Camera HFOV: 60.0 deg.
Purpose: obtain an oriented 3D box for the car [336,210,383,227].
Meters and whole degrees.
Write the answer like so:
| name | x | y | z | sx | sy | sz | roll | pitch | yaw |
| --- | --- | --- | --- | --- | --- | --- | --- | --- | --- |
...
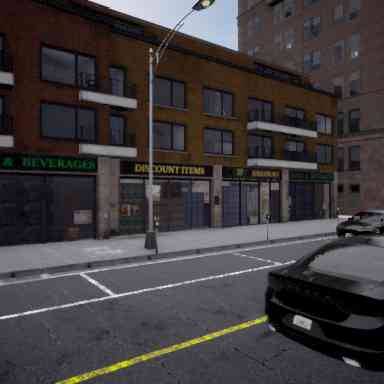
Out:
| name | x | y | z | sx | sy | sz | roll | pitch | yaw |
| --- | --- | --- | --- | --- | --- | --- | --- | --- | --- |
| car | 8.836 | 1.567 | 16.200 | 4.313 | 1.339 | 1.947 | 0 | 0 | -35 |

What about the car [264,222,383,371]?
| name | x | y | z | sx | sy | sz | roll | pitch | yaw |
| --- | --- | --- | --- | --- | --- | --- | --- | --- | --- |
| car | 3.390 | 1.478 | 5.580 | 5.008 | 1.535 | 1.882 | 0 | 0 | -35 |
